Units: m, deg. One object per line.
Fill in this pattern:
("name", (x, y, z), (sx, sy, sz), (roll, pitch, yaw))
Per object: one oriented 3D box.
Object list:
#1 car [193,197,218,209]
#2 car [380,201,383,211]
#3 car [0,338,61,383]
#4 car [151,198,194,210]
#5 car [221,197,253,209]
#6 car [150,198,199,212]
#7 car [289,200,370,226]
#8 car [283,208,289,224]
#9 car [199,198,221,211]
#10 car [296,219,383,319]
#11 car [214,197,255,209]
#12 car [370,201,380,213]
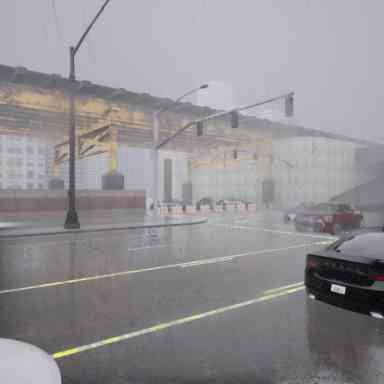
("car", (1.697, 1.295, 39.992), (1.853, 1.218, 4.536), (0, 0, 18))
("car", (20.899, 1.491, 32.747), (4.902, 1.511, 2.128), (0, 0, -39))
("car", (-3.059, 1.526, 1.555), (4.674, 1.442, 1.812), (0, 0, -36))
("car", (-2.091, 1.295, 37.231), (4.536, 1.218, 1.853), (0, 0, 8))
("car", (5.507, 1.295, 43.730), (4.536, 1.218, 1.853), (0, 0, -7))
("car", (-2.039, 1.453, 37.225), (4.974, 1.542, 2.038), (0, 0, 8))
("car", (7.740, 1.352, 18.522), (4.553, 1.767, 2.097), (0, 0, -41))
("car", (8.127, 1.491, 23.624), (2.128, 1.511, 4.902), (0, 0, 39))
("car", (1.682, 1.453, 39.943), (2.038, 1.542, 4.974), (0, 0, 18))
("car", (4.464, 1.478, 7.030), (5.008, 1.535, 1.882), (0, 0, -36))
("car", (5.558, 1.453, 43.737), (4.974, 1.542, 2.038), (0, 0, -7))
("car", (19.720, 1.601, 36.294), (4.718, 1.301, 1.895), (0, 0, -38))
